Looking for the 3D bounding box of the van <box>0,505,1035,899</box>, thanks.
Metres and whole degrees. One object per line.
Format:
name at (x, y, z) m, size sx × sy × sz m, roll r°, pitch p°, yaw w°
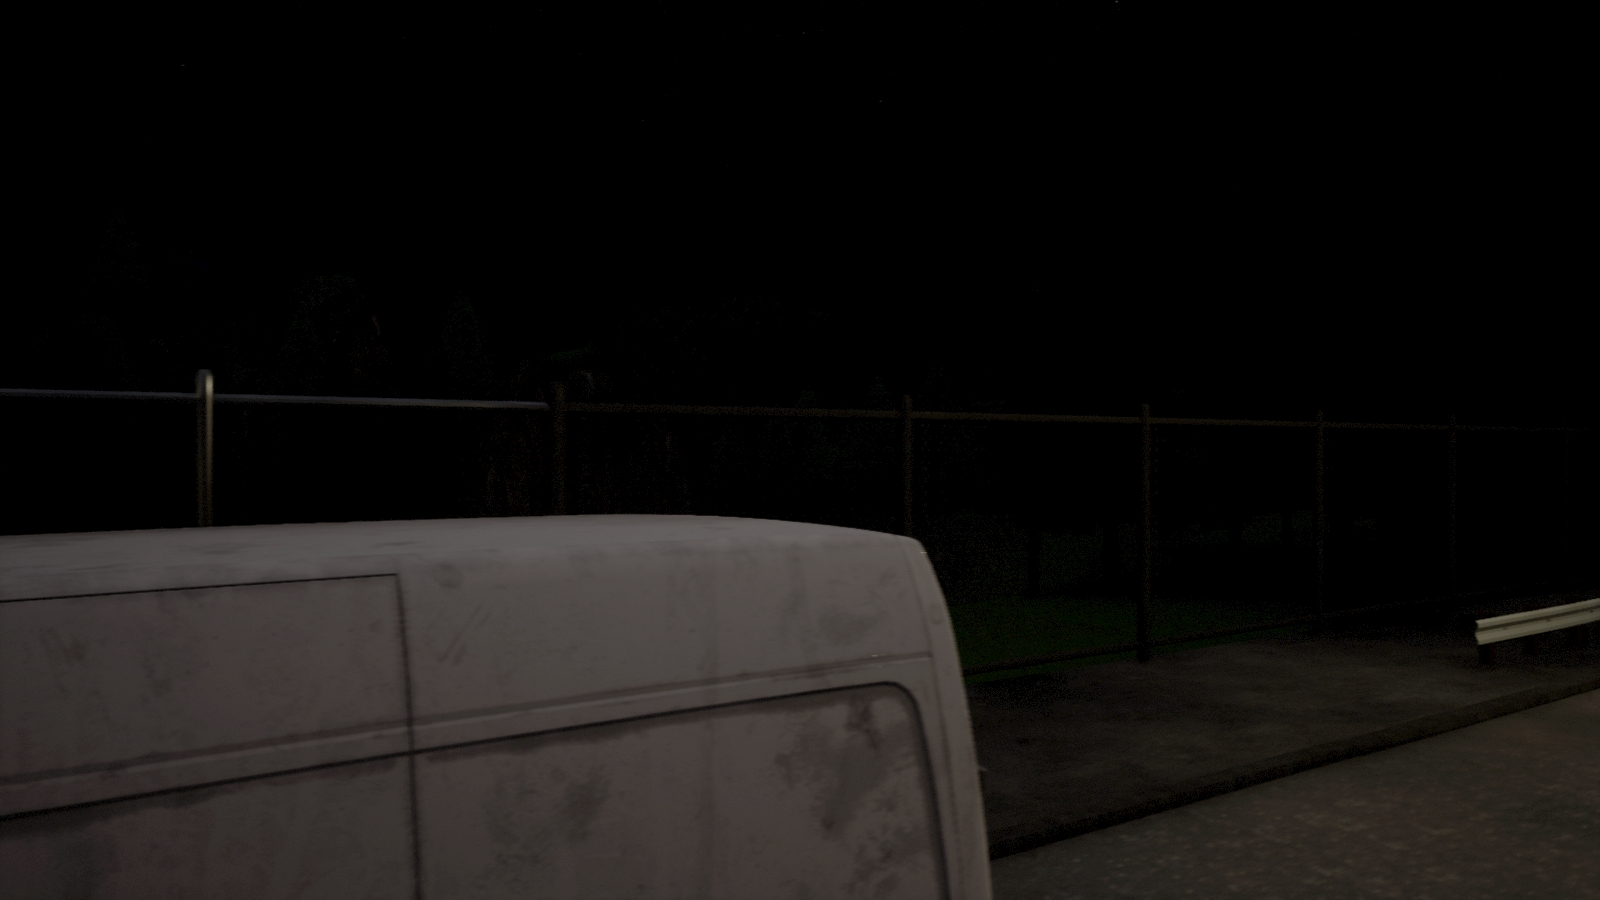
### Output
van at (-2.227, 1.535, 2.839) m, size 5.915 × 2.561 × 1.988 m, roll 0°, pitch 0°, yaw -35°
